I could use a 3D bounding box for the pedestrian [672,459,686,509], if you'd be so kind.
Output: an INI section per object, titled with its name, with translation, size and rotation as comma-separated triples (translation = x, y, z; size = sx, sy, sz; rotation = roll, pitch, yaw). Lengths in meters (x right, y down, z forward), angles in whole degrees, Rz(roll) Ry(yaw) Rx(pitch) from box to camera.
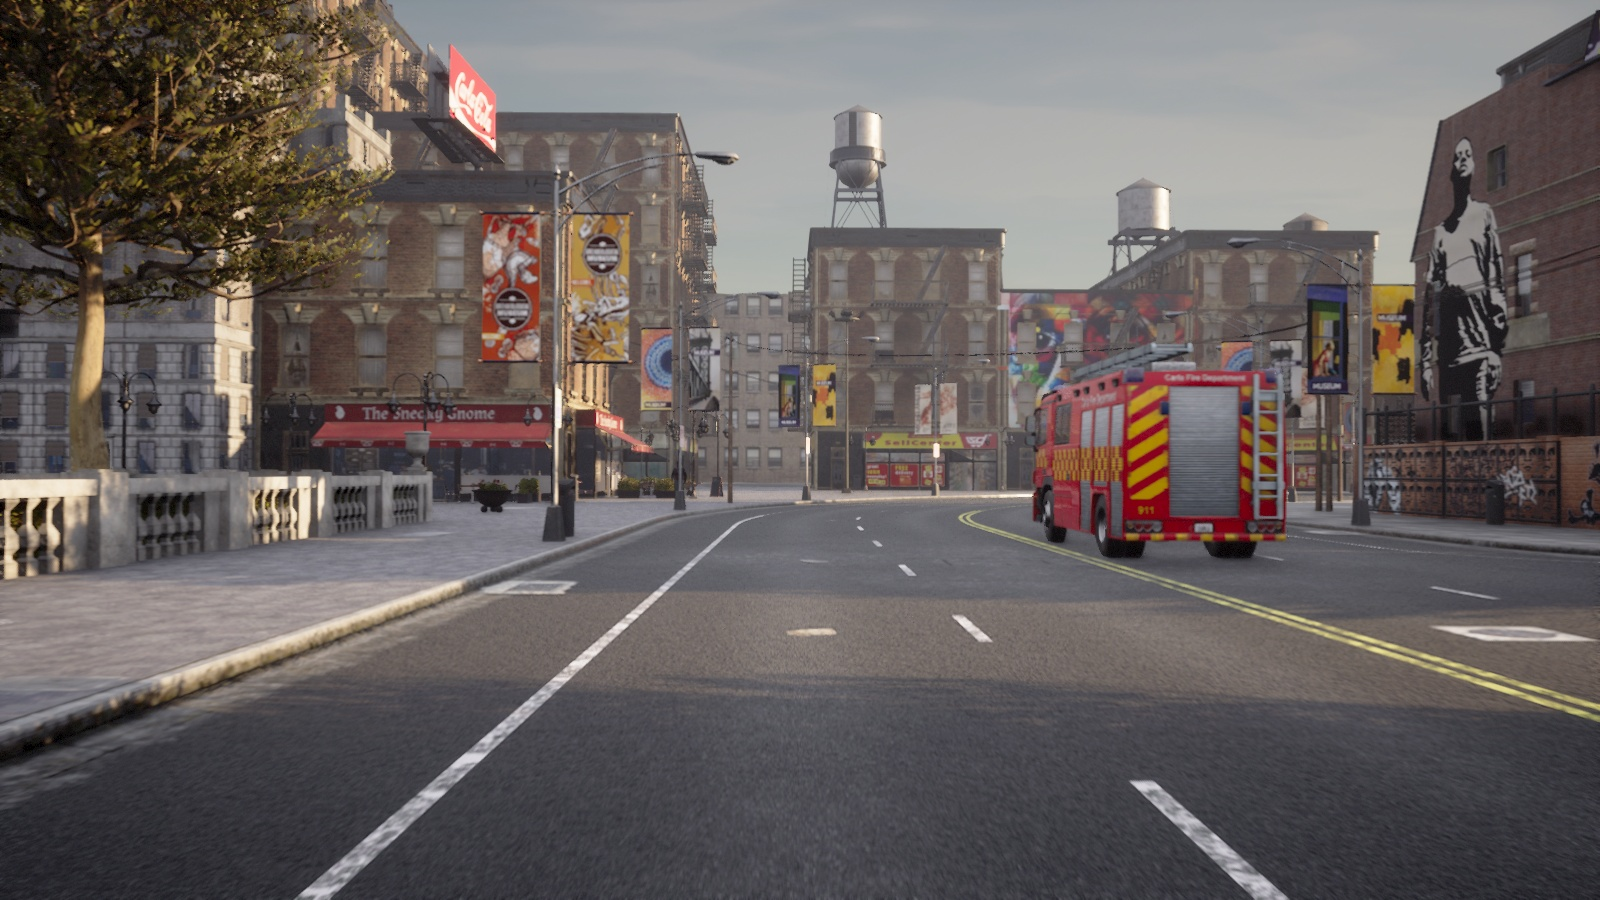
[pedestrian]
translation = -4.695, 1.306, 48.766
size = 0.402, 1.930, 0.666
rotation = 0, -1, 7

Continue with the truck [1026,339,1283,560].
[truck]
translation = 6.933, 0.059, 26.072
size = 2.891, 3.827, 8.468
rotation = 0, -1, 0
